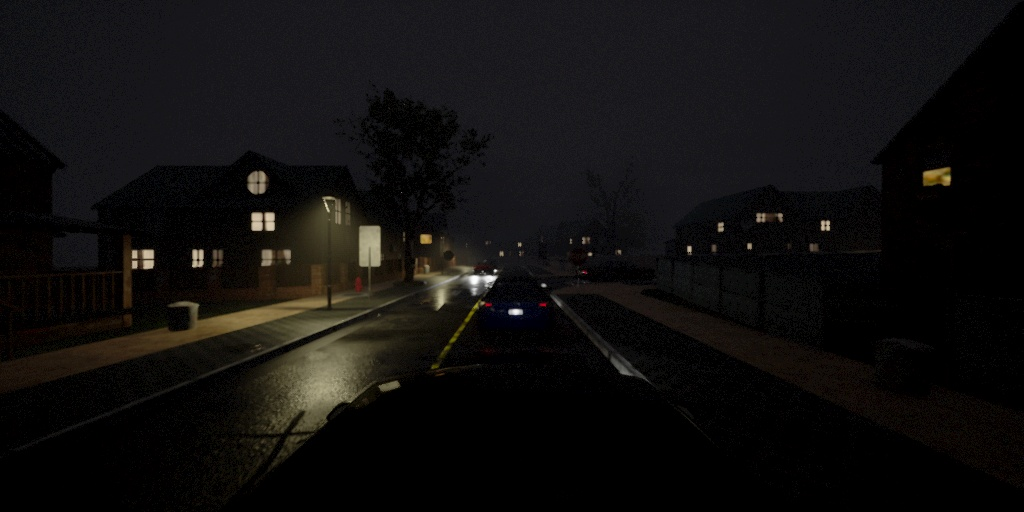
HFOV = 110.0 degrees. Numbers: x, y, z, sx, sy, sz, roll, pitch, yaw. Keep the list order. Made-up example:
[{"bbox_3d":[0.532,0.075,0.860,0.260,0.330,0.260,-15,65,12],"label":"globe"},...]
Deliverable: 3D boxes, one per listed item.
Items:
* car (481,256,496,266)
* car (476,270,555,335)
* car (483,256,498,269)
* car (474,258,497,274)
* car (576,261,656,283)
[{"bbox_3d":[-4.226,0.871,64.046,2.097,1.767,4.553,0,0,-13],"label":"car"},{"bbox_3d":[0.099,1.278,10.430,1.994,1.385,4.181,0,0,0],"label":"car"},{"bbox_3d":[-2.886,1.078,48.548,2.033,1.411,5.357,0,0,-1],"label":"car"},{"bbox_3d":[-2.846,1.187,36.962,1.895,1.301,4.718,0,0,0],"label":"car"},{"bbox_3d":[6.922,1.003,23.386,5.357,1.411,2.033,-1,0,-7],"label":"car"}]
